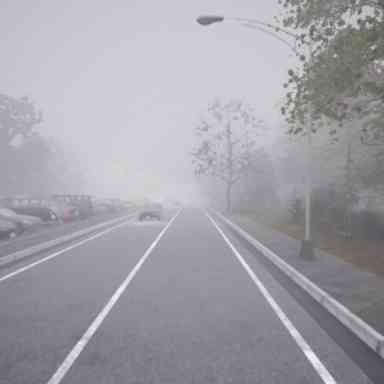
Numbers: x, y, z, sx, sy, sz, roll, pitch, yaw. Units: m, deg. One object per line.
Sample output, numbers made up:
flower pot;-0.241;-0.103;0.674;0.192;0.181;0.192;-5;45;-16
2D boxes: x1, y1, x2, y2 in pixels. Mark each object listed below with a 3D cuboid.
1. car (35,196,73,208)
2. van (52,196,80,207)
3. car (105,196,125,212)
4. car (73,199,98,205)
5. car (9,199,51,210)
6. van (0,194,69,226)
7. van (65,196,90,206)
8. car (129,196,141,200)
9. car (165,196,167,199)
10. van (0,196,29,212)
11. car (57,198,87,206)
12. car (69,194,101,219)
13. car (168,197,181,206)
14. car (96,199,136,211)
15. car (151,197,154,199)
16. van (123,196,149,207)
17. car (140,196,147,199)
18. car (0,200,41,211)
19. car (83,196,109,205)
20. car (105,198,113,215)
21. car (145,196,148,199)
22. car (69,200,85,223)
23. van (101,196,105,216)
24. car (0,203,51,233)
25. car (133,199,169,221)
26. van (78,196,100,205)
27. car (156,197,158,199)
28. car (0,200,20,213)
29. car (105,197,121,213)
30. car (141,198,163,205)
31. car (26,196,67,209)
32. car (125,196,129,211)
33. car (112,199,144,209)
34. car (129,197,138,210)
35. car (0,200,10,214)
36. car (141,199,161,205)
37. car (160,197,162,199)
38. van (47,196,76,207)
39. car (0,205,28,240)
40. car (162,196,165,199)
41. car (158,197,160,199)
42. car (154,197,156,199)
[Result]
car;-23.339;1.647;56.400;5.566;2.045;2.435;0;-1;0
van;-23.479;1.752;61.939;4.442;1.987;1.878;0;-1;0
car;-10.270;1.491;36.872;4.553;1.767;2.185;0;-1;0
car;-23.384;2.186;72.880;4.792;1.488;2.163;0;-1;0
car;-23.367;1.778;48.085;5.008;1.535;2.097;0;-1;0
van;-10.196;1.224;20.233;4.442;1.987;1.878;0;0;0
van;-23.250;1.835;67.494;4.442;1.987;1.878;0;-1;0
car;-10.299;1.778;47.974;4.892;1.521;2.231;0;-1;0
car;-10.291;2.285;89.605;5.566;2.045;2.435;0;-1;0
van;-23.493;1.470;42.424;4.442;1.987;1.878;0;-1;0
car;-23.366;2.018;64.705;5.008;1.535;2.097;0;-1;0
car;-10.337;1.205;25.770;5.566;2.045;2.435;0;-1;0
car;-3.317;2.193;69.489;1.895;1.301;4.718;0;-1;0
car;-10.289;1.738;45.198;4.892;1.521;2.231;0;-1;0
car;-10.310;2.047;64.629;4.792;1.488;2.163;0;-1;0
van;-10.400;1.752;61.856;4.442;1.987;1.878;0;-1;0
car;-10.106;1.814;50.749;5.366;1.575;1.946;0;-1;0
car;-23.377;1.776;45.190;4.674;1.452;2.002;0;-1;0
car;-23.377;2.092;81.319;5.566;2.045;2.435;0;-1;0
car;-10.308;1.576;31.318;4.674;1.452;2.002;0;-1;0
car;-10.258;1.927;56.301;4.792;1.488;2.163;0;-1;0
car;-10.340;1.475;23.016;4.792;1.488;2.163;0;0;0
van;-10.190;1.270;28.545;4.442;1.987;1.878;0;-1;0
car;-10.318;1.495;17.458;4.674;1.452;2.002;0;0;0
car;-3.348;1.595;28.175;2.033;1.411;5.357;0;0;0
van;-23.470;1.989;75.656;4.442;1.987;1.878;0;-1;0
car;-10.271;2.108;70.181;4.892;1.521;2.231;0;-1;0
car;-23.376;1.698;39.776;4.674;1.452;2.002;0;-1;0
car;-10.297;1.576;34.094;5.008;1.535;2.097;0;-1;0
car;-10.450;2.469;86.823;5.366;1.575;1.946;0;-1;0
car;-23.341;1.607;53.630;5.566;2.045;2.435;0;-1;0
car;-10.268;1.531;39.648;4.553;1.767;2.185;0;-1;0
car;-10.260;1.887;53.525;4.792;1.488;2.163;0;-1;0
car;-10.111;1.694;42.422;5.366;1.575;1.946;0;-1;0
car;-23.375;1.618;37.005;5.008;1.535;2.097;0;-1;0
car;-10.273;2.409;84.047;4.892;1.521;2.231;0;-1;0
car;-10.088;2.212;75.601;5.366;1.575;1.946;0;-1;0
van;-23.248;1.712;59.168;4.442;1.987;1.878;0;-1;0
car;-10.287;1.489;14.680;4.792;1.488;2.163;0;0;0
car;-10.084;2.340;81.272;5.366;1.575;1.946;0;-1;0
car;-10.460;2.156;72.949;5.366;1.575;1.946;0;-1;0
car;-10.310;1.935;67.404;4.553;1.767;2.185;0;-1;0
